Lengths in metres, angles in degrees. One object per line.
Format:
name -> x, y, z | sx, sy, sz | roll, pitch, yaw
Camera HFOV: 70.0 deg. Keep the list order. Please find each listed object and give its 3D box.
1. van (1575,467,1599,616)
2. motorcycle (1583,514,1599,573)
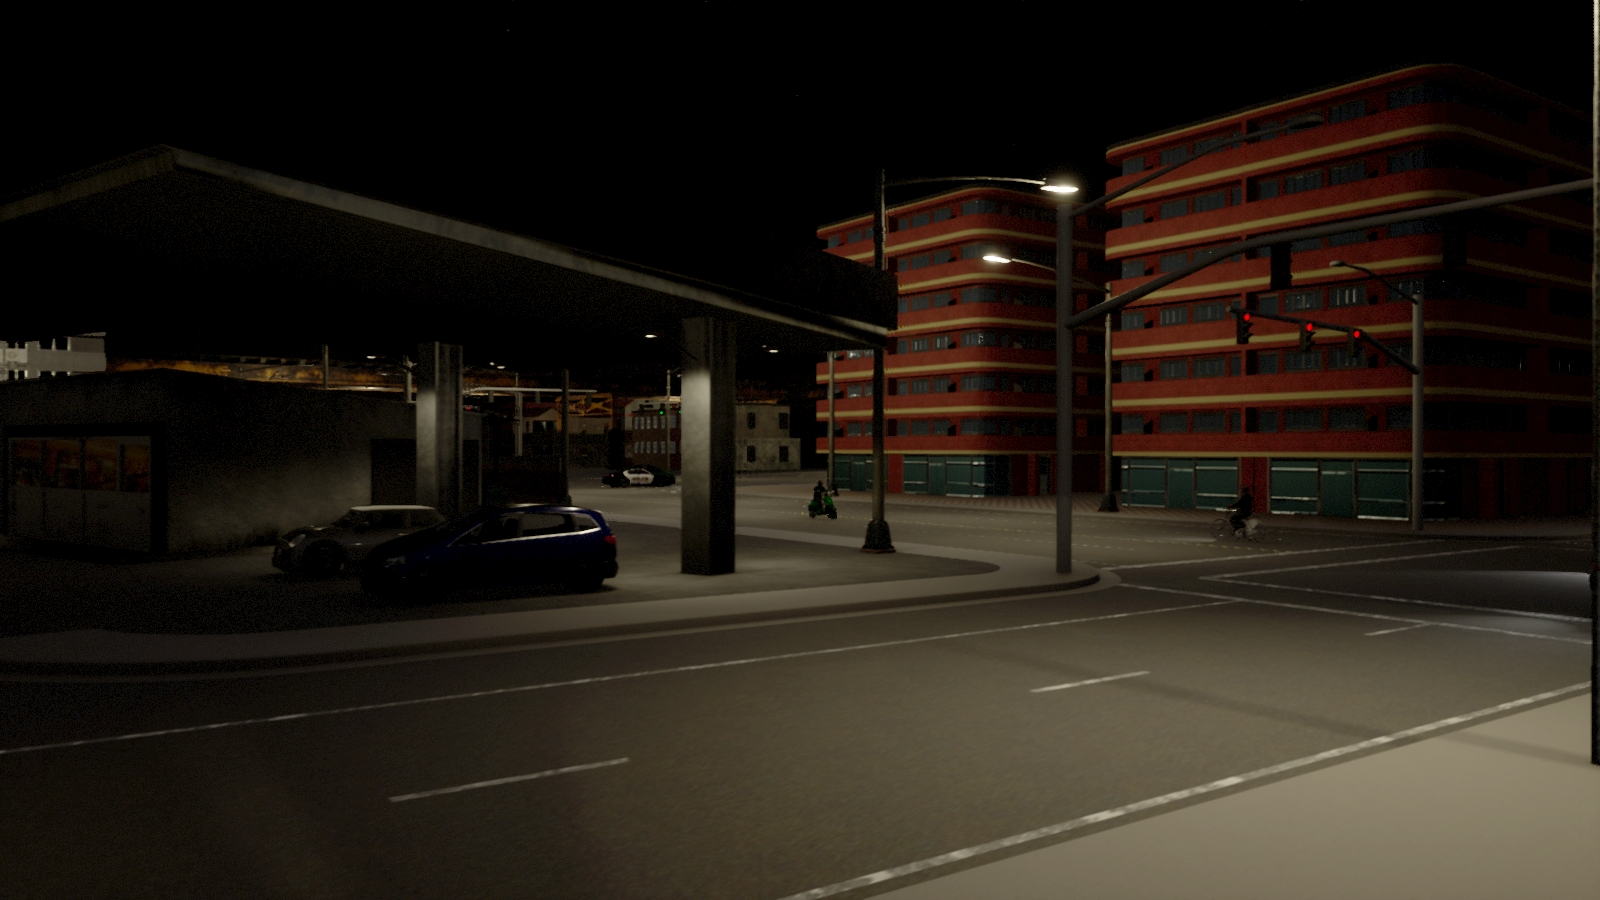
van -> 16.582, 1.597, 20.918 | 5.915, 2.561, 1.988 | 0, 0, -35
motorcycle -> 19.692, 2.218, 27.373 | 2.356, 1.332, 0.764 | 0, 0, -35
